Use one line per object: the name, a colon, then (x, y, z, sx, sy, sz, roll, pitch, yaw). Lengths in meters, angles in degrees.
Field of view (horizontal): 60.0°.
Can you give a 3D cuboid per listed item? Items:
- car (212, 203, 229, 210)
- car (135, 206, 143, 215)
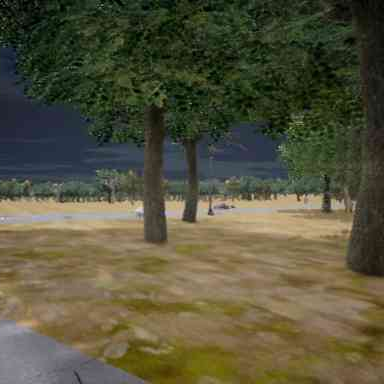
car: (6.317, 3.249, 73.166, 1.837, 1.490, 4.892, 0, -1, 37)
car: (-5.672, 2.471, 45.422, 1.812, 1.442, 4.674, 0, -2, 37)
